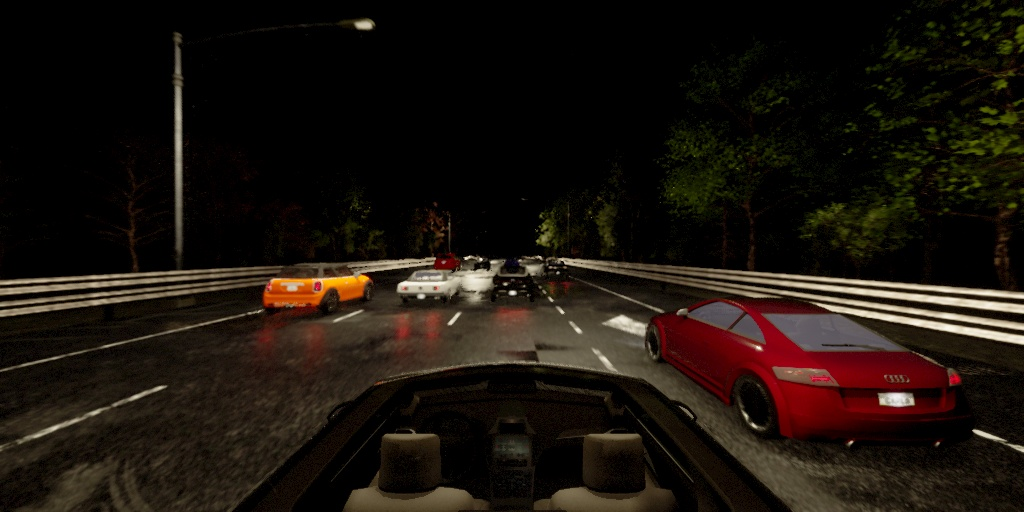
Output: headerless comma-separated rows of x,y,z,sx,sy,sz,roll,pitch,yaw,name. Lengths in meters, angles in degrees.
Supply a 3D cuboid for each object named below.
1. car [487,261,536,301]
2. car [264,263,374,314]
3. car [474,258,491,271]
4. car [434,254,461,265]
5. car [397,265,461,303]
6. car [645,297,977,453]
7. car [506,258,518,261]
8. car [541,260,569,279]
0.035,1.164,16.483,1.837,1.490,4.892,0,1,0,car
-6.974,1.021,13.516,2.097,1.767,4.553,0,0,0,car
-3.513,1.018,43.258,2.128,1.511,4.902,0,0,0,car
-7.001,0.763,39.203,2.150,2.045,5.566,0,0,0,car
-3.469,1.259,15.949,1.895,1.301,4.718,0,0,0,car
3.593,1.293,5.359,1.994,1.385,4.181,0,0,0,car
-0.021,0.993,46.417,1.882,1.535,5.008,0,0,0,car
3.524,1.082,29.876,2.128,1.511,4.902,0,0,0,car
